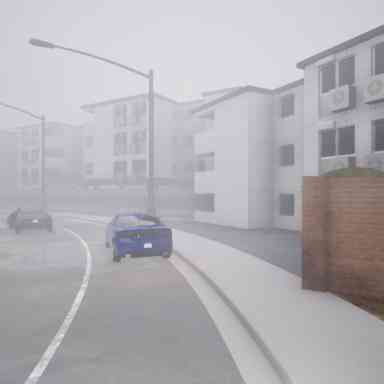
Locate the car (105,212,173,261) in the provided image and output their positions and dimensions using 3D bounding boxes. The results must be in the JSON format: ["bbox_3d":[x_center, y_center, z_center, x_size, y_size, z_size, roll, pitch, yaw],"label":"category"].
[{"bbox_3d":[-2.142,1.478,12.425,1.882,1.535,5.008,0,0,-19],"label":"car"}]

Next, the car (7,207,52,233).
[{"bbox_3d":[-9.825,1.565,20.048,1.994,1.385,4.181,0,0,-35],"label":"car"}]
